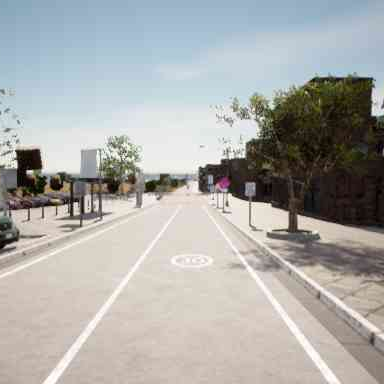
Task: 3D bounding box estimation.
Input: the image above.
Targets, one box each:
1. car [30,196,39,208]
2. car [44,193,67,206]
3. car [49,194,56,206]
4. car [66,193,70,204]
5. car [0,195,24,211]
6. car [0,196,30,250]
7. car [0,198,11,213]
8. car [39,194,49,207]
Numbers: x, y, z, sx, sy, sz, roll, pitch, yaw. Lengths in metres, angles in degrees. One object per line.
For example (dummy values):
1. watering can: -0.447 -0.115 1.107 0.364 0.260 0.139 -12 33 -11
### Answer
1. car: -22.111 1.346 40.929 5.008 1.535 2.097 0 0 0
2. car: -21.930 1.329 49.253 5.366 1.575 1.946 0 0 0
3. car: -22.141 1.366 46.478 4.792 1.488 2.163 0 0 0
4. car: -22.149 1.357 52.030 4.792 1.488 2.163 0 0 0
5. car: -22.132 1.226 38.153 4.553 1.767 2.185 0 0 0
6. car: -8.956 1.164 11.284 5.566 2.045 2.435 0 0 0
7. car: -22.095 1.397 35.377 4.674 1.452 2.002 0 0 0
8. car: -22.102 1.342 43.704 4.892 1.521 2.231 0 0 0
